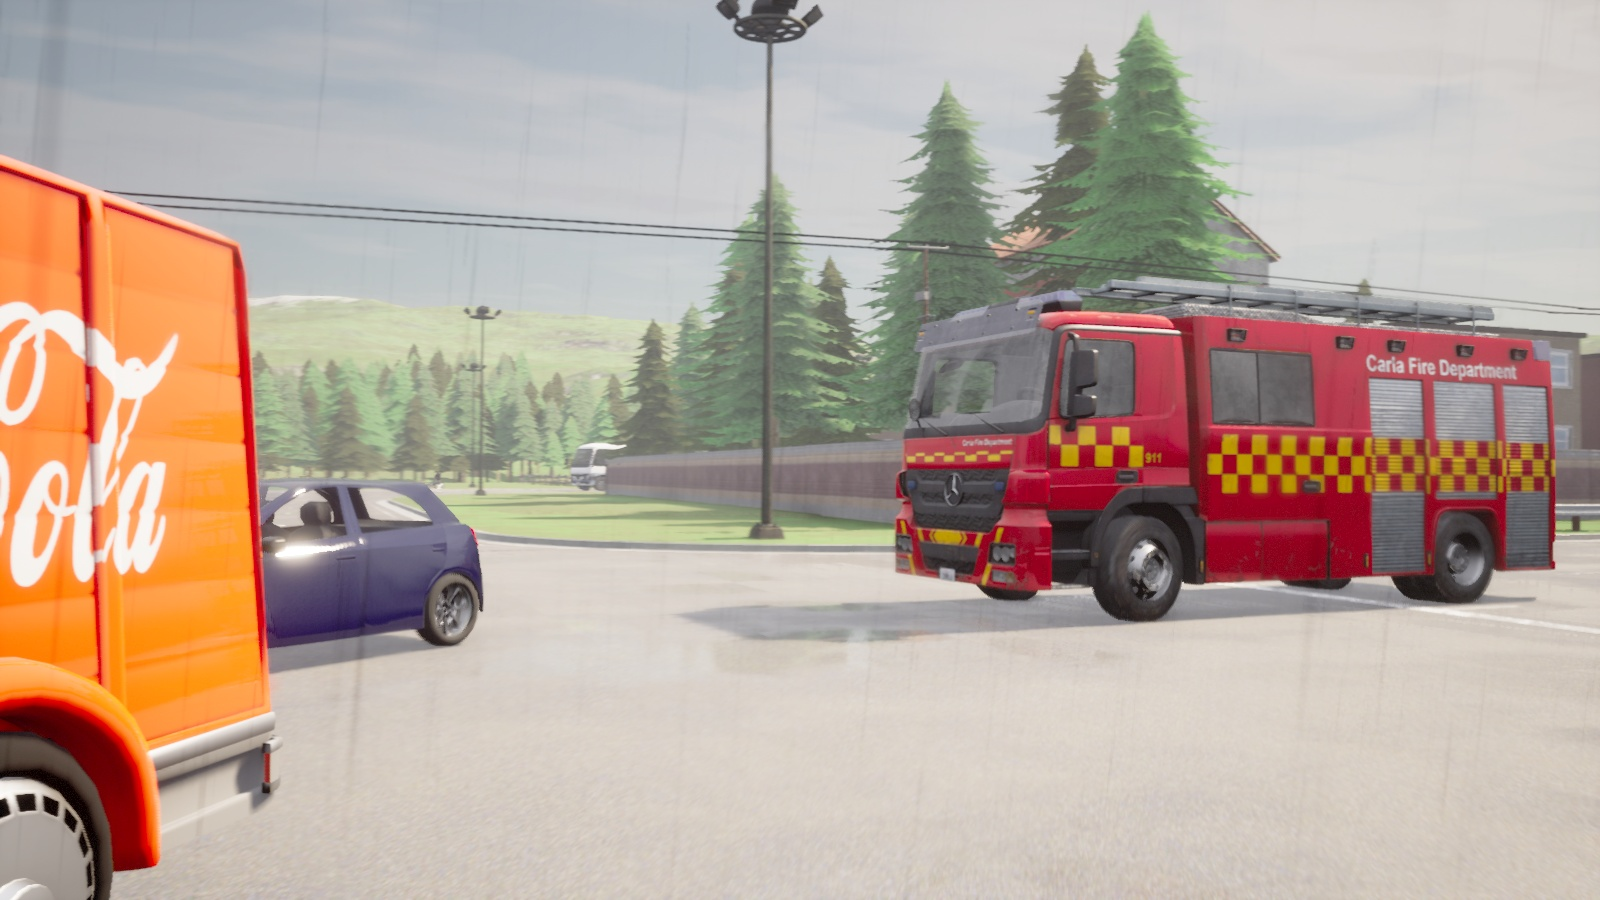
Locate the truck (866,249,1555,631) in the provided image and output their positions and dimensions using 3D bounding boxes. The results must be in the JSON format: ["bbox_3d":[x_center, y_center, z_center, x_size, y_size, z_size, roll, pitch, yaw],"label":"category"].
[{"bbox_3d":[5.251,-0.053,15.695,8.468,3.827,2.891,0,-1,-25],"label":"truck"}]

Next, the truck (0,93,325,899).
[{"bbox_3d":[-3.303,0.383,2.003,2.627,2.467,5.204,-1,-2,7],"label":"truck"}]

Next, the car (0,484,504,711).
[{"bbox_3d":[-4.438,1.046,10.487,1.845,1.501,3.633,-1,-1,30],"label":"car"}]
